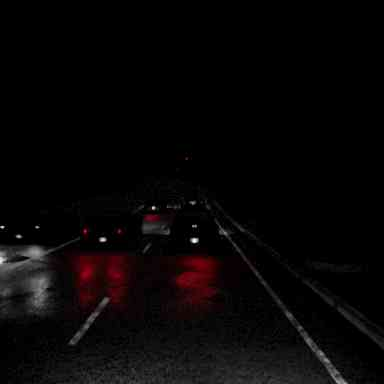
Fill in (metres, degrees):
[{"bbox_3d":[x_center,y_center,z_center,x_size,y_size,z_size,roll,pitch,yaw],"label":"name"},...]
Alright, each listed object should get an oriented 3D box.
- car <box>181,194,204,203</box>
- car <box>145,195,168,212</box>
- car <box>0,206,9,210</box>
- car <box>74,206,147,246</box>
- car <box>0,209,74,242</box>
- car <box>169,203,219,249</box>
[{"bbox_3d":[0.090,0.920,30.954,2.097,1.767,4.553,0,3,0],"label":"car"},{"bbox_3d":[-3.410,1.022,31.975,1.837,1.490,4.892,0,3,0],"label":"car"},{"bbox_3d":[-10.605,1.389,16.624,1.882,1.535,5.008,0,0,0],"label":"car"},{"bbox_3d":[-3.405,1.521,14.945,1.895,1.301,4.718,0,0,0],"label":"car"},{"bbox_3d":[-7.105,1.516,15.877,1.895,1.301,4.718,0,0,0],"label":"car"},{"bbox_3d":[0.093,1.430,14.200,1.837,1.490,4.892,0,1,0],"label":"car"}]
